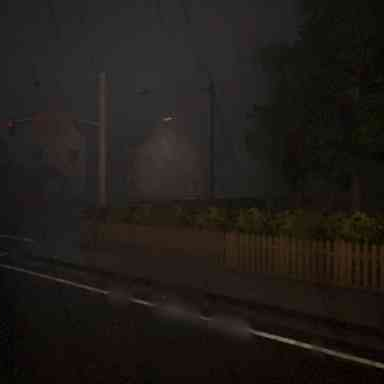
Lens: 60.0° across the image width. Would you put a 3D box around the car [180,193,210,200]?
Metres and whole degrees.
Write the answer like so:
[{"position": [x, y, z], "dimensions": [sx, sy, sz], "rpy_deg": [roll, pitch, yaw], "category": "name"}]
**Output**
[{"position": [0.521, 1.193, 43.583], "dimensions": [2.150, 2.045, 5.566], "rpy_deg": [0, 0, 35], "category": "car"}]
